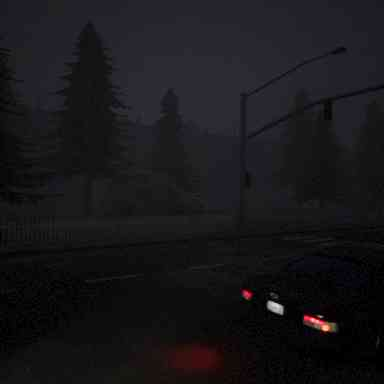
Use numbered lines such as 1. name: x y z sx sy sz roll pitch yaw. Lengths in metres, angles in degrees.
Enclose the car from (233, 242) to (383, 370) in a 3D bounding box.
1. car: 3.254 1.605 5.698 5.357 1.411 2.033 1 0 -31
